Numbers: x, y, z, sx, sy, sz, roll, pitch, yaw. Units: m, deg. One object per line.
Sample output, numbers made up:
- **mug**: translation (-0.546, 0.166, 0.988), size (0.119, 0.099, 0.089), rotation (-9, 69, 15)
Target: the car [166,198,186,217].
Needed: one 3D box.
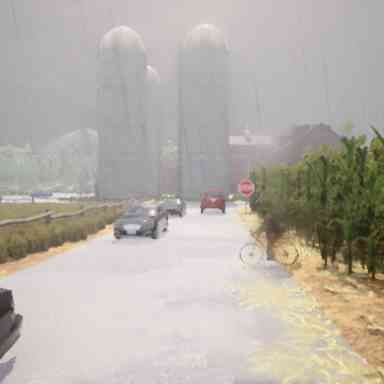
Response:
- **car**: translation (-1.493, 1.188, 26.682), size (2.033, 1.411, 5.357), rotation (0, 1, 4)

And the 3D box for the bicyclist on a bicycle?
- **bicyclist on a bicycle**: translation (2.162, 1.309, 9.415), size (1.656, 1.620, 0.582), rotation (-1, 1, 4)

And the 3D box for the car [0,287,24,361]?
- **car**: translation (-3.133, 1.527, 1.877), size (2.033, 1.411, 5.357), rotation (0, 1, 2)

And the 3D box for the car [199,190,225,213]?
- **car**: translation (1.842, 0.787, 30.861), size (2.150, 2.045, 5.566), rotation (0, 1, 0)

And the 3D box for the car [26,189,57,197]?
- **car**: translation (-32.530, 0.319, 71.901), size (4.611, 1.667, 2.242), rotation (0, 1, 3)

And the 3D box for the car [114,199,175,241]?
- **car**: translation (-2.272, 1.305, 15.826), size (2.128, 1.511, 4.902), rotation (0, 1, 4)
